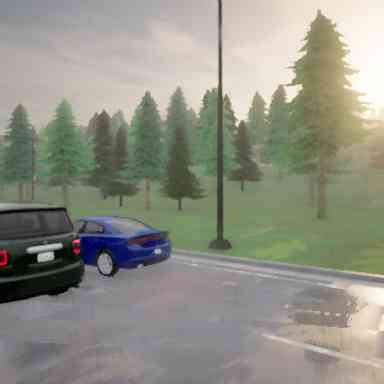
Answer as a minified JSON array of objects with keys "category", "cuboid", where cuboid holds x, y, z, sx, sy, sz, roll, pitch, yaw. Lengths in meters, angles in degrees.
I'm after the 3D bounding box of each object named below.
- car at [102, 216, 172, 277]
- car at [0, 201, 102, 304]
[{"category":"car","cuboid":[-2.921,1.481,10.369,5.008,1.535,1.882,-1,-1,35]},{"category":"car","cuboid":[-4.757,1.225,7.387,5.566,2.045,2.150,0,0,35]}]
